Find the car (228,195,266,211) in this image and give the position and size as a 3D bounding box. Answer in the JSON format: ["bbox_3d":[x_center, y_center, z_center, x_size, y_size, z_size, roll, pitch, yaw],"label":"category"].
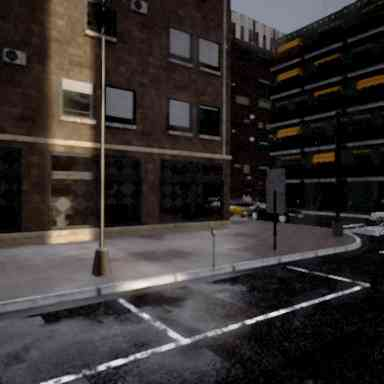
[{"bbox_3d":[6.231,1.246,37.970,1.967,1.590,4.097,1,0,-36],"label":"car"}]

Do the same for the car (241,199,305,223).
[{"bbox_3d":[6.010,1.453,24.061,2.008,1.369,4.403,2,0,-36],"label":"car"}]

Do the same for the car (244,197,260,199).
[{"bbox_3d":[3.988,1.314,31.202,2.128,1.511,4.902,0,1,-36],"label":"car"}]

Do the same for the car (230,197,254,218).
[{"bbox_3d":[2.827,1.352,28.420,1.752,1.417,4.829,2,0,-36],"label":"car"}]

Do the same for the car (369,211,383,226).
[{"bbox_3d":[14.194,1.682,21.470,1.895,1.301,4.718,0,2,-44],"label":"car"}]
